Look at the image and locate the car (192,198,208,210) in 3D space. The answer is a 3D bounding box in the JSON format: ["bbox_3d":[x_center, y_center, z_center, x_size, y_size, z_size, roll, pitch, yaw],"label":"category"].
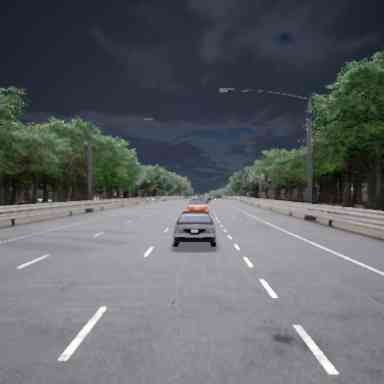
[{"bbox_3d":[1.122,1.620,46.014,2.128,1.511,4.902,0,0,3],"label":"car"}]

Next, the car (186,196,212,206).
[{"bbox_3d":[0.521,1.435,30.877,2.097,1.767,4.553,0,0,2],"label":"car"}]

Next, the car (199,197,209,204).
[{"bbox_3d":[2.525,1.786,69.724,1.994,1.385,4.181,0,0,4],"label":"car"}]

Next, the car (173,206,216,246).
[{"bbox_3d":[0.143,1.586,15.556,2.033,1.411,5.357,0,0,1],"label":"car"}]
